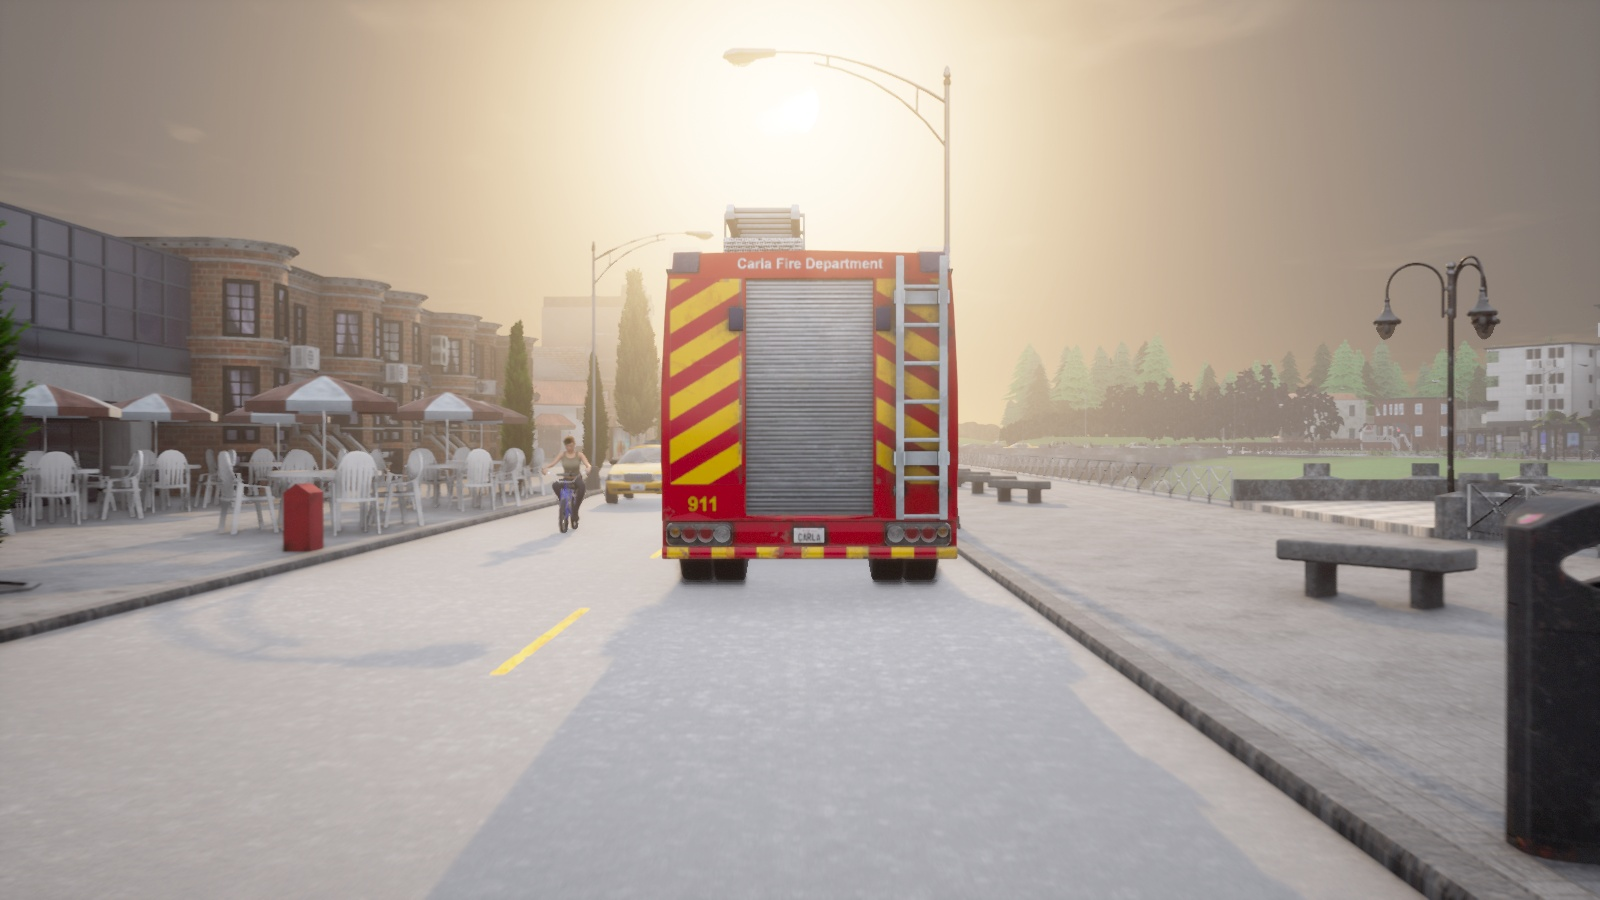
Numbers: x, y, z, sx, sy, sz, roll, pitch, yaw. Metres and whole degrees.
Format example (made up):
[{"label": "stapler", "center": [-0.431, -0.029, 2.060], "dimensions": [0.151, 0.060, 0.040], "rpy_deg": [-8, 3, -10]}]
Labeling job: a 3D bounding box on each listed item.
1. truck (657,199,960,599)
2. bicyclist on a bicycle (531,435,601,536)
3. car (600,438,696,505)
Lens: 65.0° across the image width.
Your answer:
[{"label": "truck", "center": [0.106, -0.510, 16.241], "dimensions": [2.891, 3.827, 8.468], "rpy_deg": [0, 0, 0]}, {"label": "bicyclist on a bicycle", "center": [-3.869, 0.562, 20.876], "dimensions": [0.866, 1.612, 1.509], "rpy_deg": [0, 0, 0]}, {"label": "car", "center": [-3.805, 0.500, 32.273], "dimensions": [1.801, 1.575, 5.366], "rpy_deg": [0, 0, 0]}]
